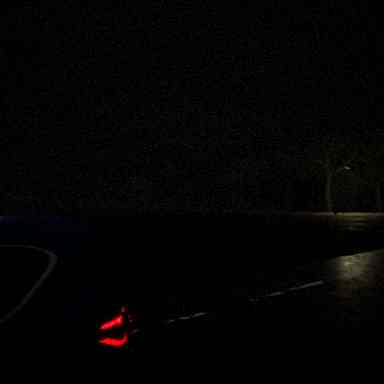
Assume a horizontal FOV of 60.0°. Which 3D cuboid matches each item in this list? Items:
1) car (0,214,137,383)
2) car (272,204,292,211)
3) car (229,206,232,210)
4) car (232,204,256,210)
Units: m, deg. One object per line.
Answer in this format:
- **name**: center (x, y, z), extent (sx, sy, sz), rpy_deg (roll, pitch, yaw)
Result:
- **car**: center (-3.049, 1.224, 1.818), extent (5.566, 2.045, 2.150), rpy_deg (0, 0, -35)
- **car**: center (19.814, 3.426, 73.604), extent (2.128, 1.511, 4.902), rpy_deg (1, -2, -33)
- **car**: center (11.601, 3.827, 86.154), extent (1.882, 1.535, 5.008), rpy_deg (1, -2, -33)
- **car**: center (12.550, 3.468, 78.316), extent (2.033, 1.411, 5.357), rpy_deg (1, -2, -33)
